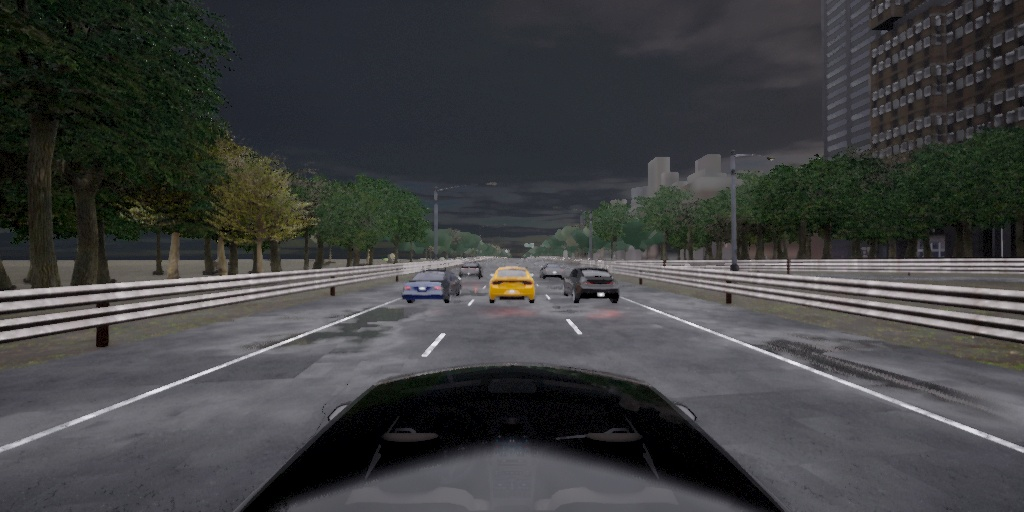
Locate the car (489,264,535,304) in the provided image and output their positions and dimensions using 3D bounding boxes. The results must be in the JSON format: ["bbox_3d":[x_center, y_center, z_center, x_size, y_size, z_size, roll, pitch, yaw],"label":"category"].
[{"bbox_3d":[0.000,1.235,16.500,1.882,1.535,5.008,0,0,0],"label":"car"}]

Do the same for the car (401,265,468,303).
[{"bbox_3d":[-3.500,1.313,16.500,2.033,1.411,5.357,0,0,0],"label":"car"}]

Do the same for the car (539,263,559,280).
[{"bbox_3d":[3.500,1.319,31.500,1.994,1.385,4.181,0,0,0],"label":"car"}]

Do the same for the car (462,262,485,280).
[{"bbox_3d":[-3.500,1.241,31.500,2.128,1.511,4.902,0,0,0],"label":"car"}]

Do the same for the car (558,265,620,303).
[{"bbox_3d":[3.500,1.267,16.500,1.837,1.490,4.892,0,0,0],"label":"car"}]
